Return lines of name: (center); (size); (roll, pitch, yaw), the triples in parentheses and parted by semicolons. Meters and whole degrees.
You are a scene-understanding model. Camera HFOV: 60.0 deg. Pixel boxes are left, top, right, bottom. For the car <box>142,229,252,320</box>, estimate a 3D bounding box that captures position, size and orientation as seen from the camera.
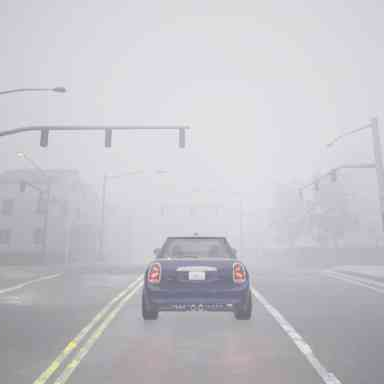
car: (0.086, 1.809, 8.247); (2.097, 1.767, 4.553); (0, -7, 0)
